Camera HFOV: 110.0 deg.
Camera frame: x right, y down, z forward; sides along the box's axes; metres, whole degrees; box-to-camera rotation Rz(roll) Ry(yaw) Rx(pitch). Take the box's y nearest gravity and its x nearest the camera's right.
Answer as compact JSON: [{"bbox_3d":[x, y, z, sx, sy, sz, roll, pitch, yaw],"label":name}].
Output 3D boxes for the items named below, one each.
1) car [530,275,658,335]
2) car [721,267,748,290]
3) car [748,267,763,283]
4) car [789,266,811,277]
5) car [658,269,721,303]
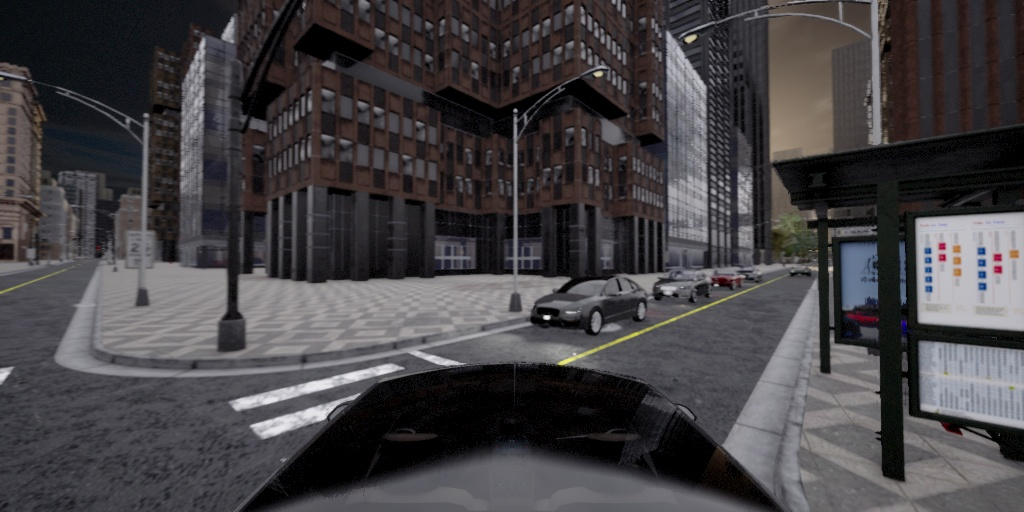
[{"bbox_3d":[2.559,1.375,11.131,1.837,1.490,4.892,-1,-1,43],"label":"car"},{"bbox_3d":[14.891,1.627,25.256,1.895,1.301,4.718,-1,-1,41],"label":"car"},{"bbox_3d":[21.530,1.674,32.793,1.994,1.385,4.181,-1,-1,41],"label":"car"},{"bbox_3d":[34.074,1.797,42.342,1.895,1.301,4.718,-1,-1,41],"label":"car"},{"bbox_3d":[8.739,1.441,18.238,2.128,1.511,4.902,-1,-1,41],"label":"car"}]
